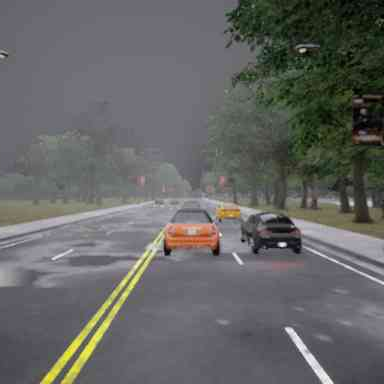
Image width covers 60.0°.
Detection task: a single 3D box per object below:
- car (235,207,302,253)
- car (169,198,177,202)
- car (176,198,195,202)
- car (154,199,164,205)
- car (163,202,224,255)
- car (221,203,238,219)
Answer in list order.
[{"bbox_3d":[3.240,1.637,14.344,1.837,1.490,4.892,0,0,0],"label":"car"},{"bbox_3d":[-3.697,2.078,70.957,1.837,1.490,4.892,0,0,-1],"label":"car"},{"bbox_3d":[-0.067,1.597,29.110,2.097,1.767,4.553,0,-1,0],"label":"car"},{"bbox_3d":[-6.947,2.118,70.928,2.033,1.411,5.357,0,0,-1],"label":"car"},{"bbox_3d":[-0.010,1.477,14.106,2.097,1.767,4.553,0,-1,0],"label":"car"},{"bbox_3d":[3.184,1.728,29.524,1.882,1.535,5.008,0,0,0],"label":"car"}]
